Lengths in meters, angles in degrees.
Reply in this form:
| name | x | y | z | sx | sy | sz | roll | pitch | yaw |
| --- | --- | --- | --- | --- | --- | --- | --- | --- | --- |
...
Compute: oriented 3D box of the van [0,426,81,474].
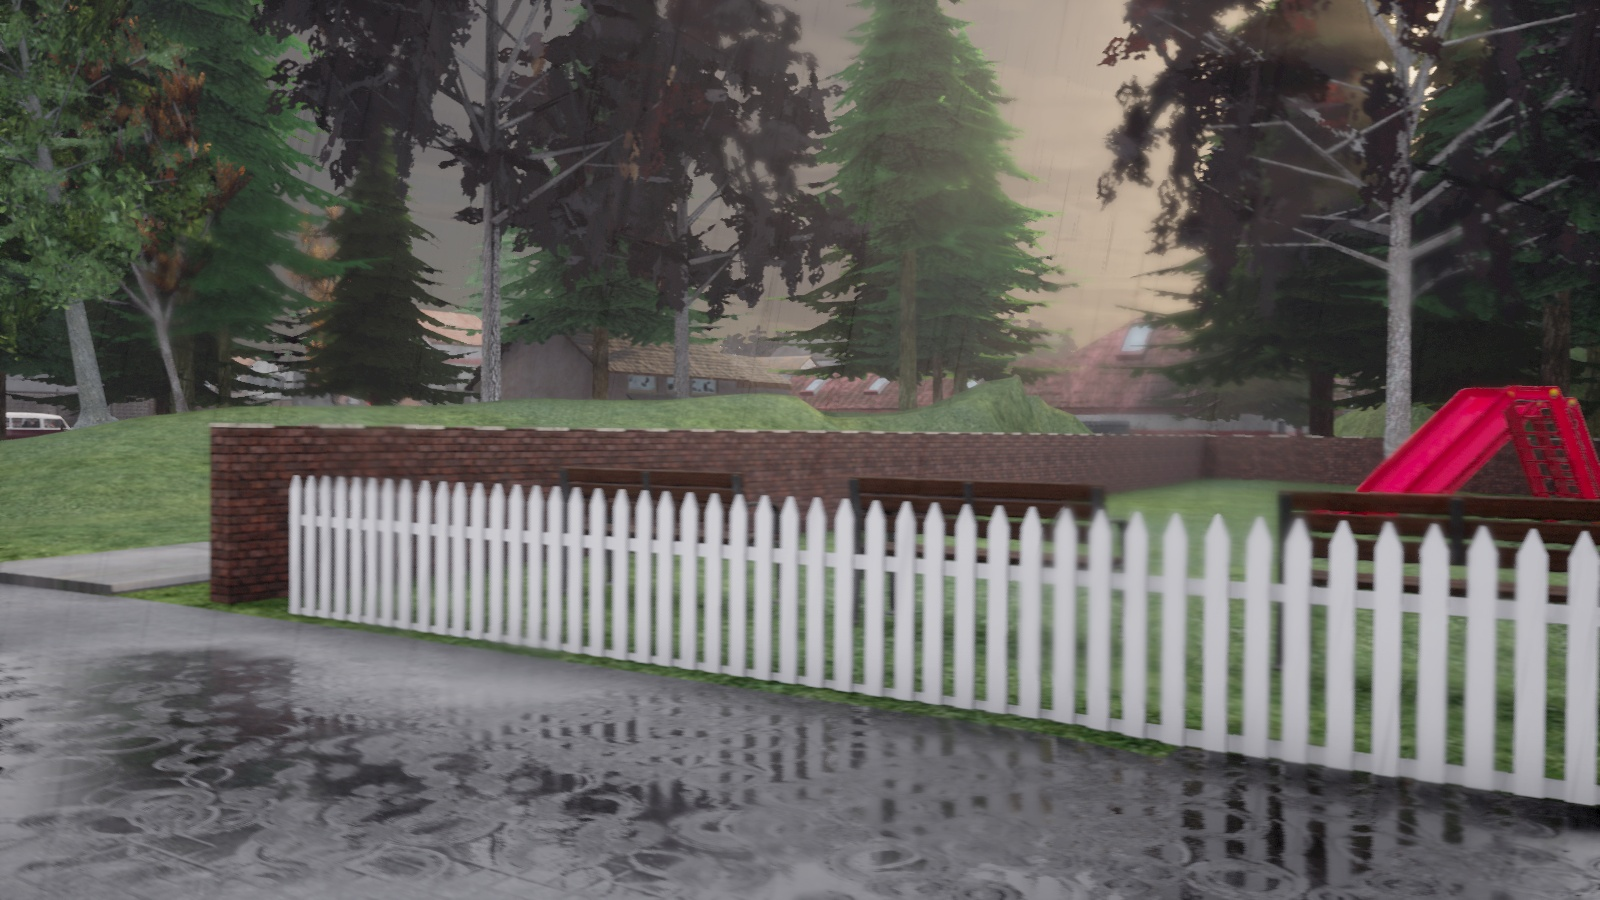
| name | x | y | z | sx | sy | sz | roll | pitch | yaw |
| --- | --- | --- | --- | --- | --- | --- | --- | --- | --- |
| van | -34.007 | -0.011 | 54.397 | 2.069 | 2.038 | 4.480 | 0 | 1 | 34 |
